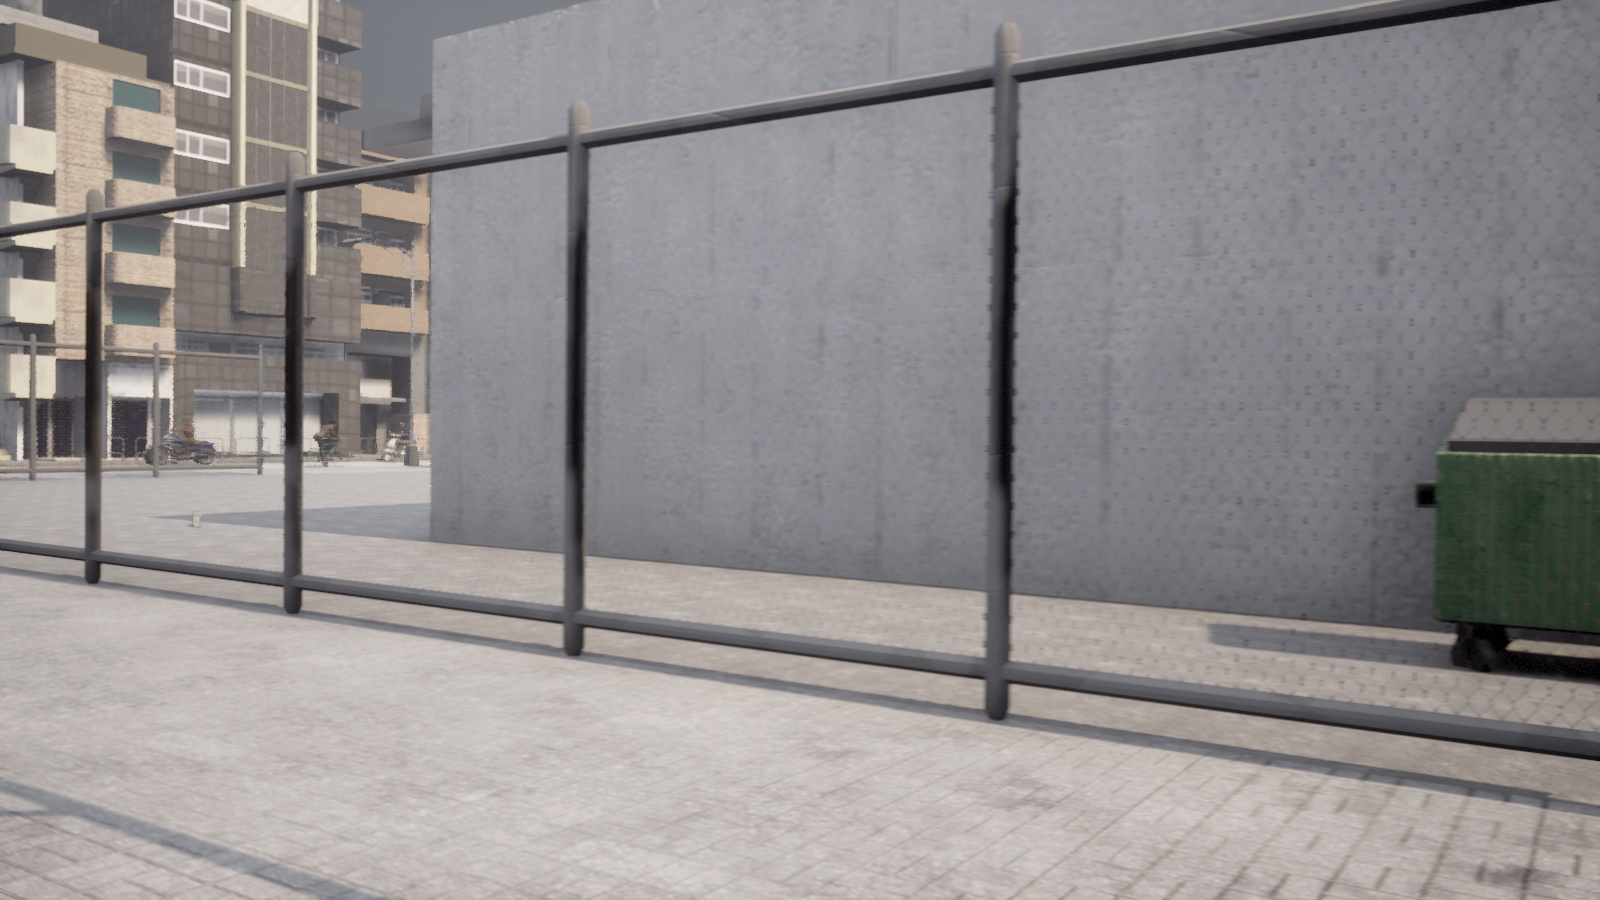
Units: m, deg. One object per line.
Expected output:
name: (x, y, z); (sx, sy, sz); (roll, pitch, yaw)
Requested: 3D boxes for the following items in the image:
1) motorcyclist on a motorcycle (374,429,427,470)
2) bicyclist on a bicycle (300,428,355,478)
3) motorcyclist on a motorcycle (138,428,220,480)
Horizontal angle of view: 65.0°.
motorcyclist on a motorcycle: (-15.630, -0.030, 49.136); (0.866, 1.590, 1.817); (0, 1, 34)
bicyclist on a bicycle: (-15.718, 0.089, 41.798); (0.582, 1.620, 1.656); (0, 1, 34)
motorcyclist on a motorcycle: (-20.590, 0.114, 41.666); (0.766, 1.649, 2.350); (0, 1, 33)
